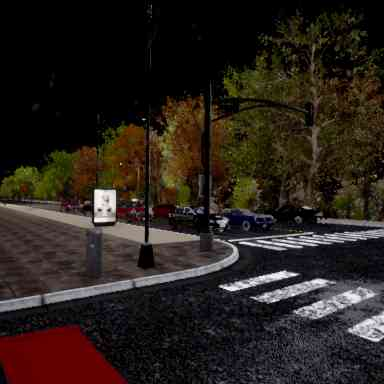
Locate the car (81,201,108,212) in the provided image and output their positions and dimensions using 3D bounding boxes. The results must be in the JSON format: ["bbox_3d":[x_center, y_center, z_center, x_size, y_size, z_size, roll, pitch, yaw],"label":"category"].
[{"bbox_3d":[-13.555,1.980,45.955,2.033,1.411,5.357,1,-1,-34],"label":"car"}]

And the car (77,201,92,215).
[{"bbox_3d":[-10.125,1.770,35.218,2.128,1.511,4.902,1,-1,-35],"label":"car"}]

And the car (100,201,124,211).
[{"bbox_3d":[-11.972,2.024,49.526,1.812,1.442,4.674,1,-1,-34],"label":"car"}]

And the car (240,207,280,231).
[{"bbox_3d":[3.117,1.732,21.764,1.895,1.301,4.718,1,-1,-35],"label":"car"}]

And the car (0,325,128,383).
[{"bbox_3d":[-2.583,1.600,1.475,4.718,1.301,1.895,0,0,-36],"label":"car"}]

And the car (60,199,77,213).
[{"bbox_3d":[-15.725,1.732,43.375,2.097,1.767,4.553,1,-1,-34],"label":"car"}]

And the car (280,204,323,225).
[{"bbox_3d":[7.954,1.738,26.549,1.837,1.490,4.892,1,-1,-35],"label":"car"}]

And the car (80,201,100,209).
[{"bbox_3d":[-17.843,2.204,57.967,1.895,1.301,4.718,1,-1,-35],"label":"car"}]

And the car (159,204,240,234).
[{"bbox_3d":[0.294,1.582,20.113,2.128,1.511,4.902,1,-1,-34],"label":"car"}]

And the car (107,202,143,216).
[{"bbox_3d":[-7.559,1.871,37.215,2.033,1.411,5.357,1,-1,-34],"label":"car"}]

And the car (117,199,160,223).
[{"bbox_3d":[-4.923,1.537,27.686,2.097,1.767,4.553,1,-1,-35],"label":"car"}]

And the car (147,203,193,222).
[{"bbox_3d":[-2.036,1.750,29.220,1.812,1.442,4.674,1,-1,-35],"label":"car"}]

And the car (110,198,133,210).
[{"bbox_3d":[-11.586,1.935,54.709,2.097,1.767,4.553,1,-1,-34],"label":"car"}]
